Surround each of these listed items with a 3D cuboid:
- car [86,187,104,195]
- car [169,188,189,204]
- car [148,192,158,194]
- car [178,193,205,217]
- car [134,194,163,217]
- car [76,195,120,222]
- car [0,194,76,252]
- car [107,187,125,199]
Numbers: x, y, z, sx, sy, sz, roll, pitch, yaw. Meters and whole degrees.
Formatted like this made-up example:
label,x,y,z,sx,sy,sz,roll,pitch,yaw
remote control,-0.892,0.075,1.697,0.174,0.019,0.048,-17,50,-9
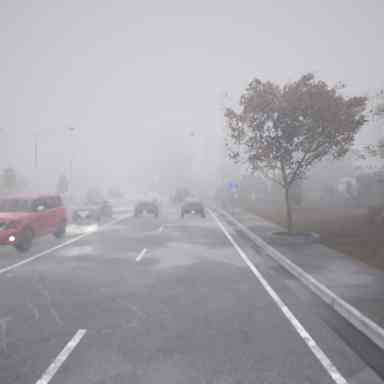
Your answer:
label,x,y,z,sx,sy,sz,roll,pitch,yaw
car,-16.310,0.111,55.760,2.150,2.045,5.566,0,1,-26
car,-1.653,0.481,44.358,2.150,2.045,5.566,0,2,-11
car,-5.159,0.783,43.798,1.812,1.442,4.674,0,2,-11
car,0.011,1.168,27.111,1.837,1.490,4.892,0,2,-1
car,-3.544,1.167,27.066,1.837,1.490,4.892,0,1,-1
car,-7.002,1.218,23.923,2.128,1.511,4.902,0,1,0
car,-6.997,1.111,13.779,2.150,2.045,5.566,0,1,0
car,-13.190,0.103,57.346,2.150,2.045,5.566,0,1,-26
